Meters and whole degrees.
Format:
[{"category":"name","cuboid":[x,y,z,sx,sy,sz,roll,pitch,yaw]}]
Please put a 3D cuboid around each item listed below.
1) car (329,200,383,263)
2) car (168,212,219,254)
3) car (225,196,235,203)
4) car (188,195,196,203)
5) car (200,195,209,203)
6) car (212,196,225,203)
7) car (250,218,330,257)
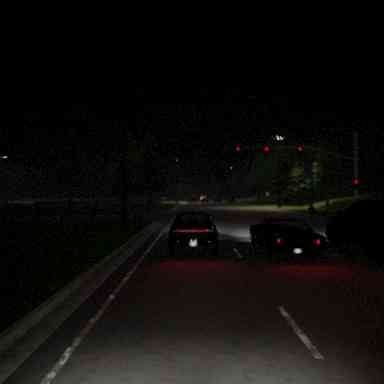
[{"category":"car","cuboid":[7.052,1.306,12.522,2.150,2.045,5.566,0,0,0]},{"category":"car","cuboid":[0.062,1.585,13.883,2.128,1.511,4.902,0,0,0]},{"category":"car","cuboid":[10.485,2.114,89.208,1.812,1.442,4.674,0,0,0]},{"category":"car","cuboid":[-0.015,1.813,88.821,2.150,2.045,5.566,0,0,0]},{"category":"car","cuboid":[3.485,2.143,89.206,1.994,1.385,4.181,0,0,0]},{"category":"car","cuboid":[6.985,2.127,88.790,2.033,1.411,5.357,0,0,0]},{"category":"car","cuboid":[3.559,1.691,13.347,1.895,1.301,4.718,0,0,0]}]
